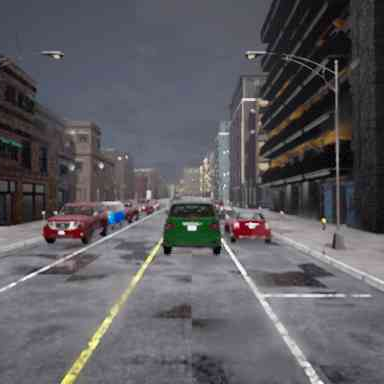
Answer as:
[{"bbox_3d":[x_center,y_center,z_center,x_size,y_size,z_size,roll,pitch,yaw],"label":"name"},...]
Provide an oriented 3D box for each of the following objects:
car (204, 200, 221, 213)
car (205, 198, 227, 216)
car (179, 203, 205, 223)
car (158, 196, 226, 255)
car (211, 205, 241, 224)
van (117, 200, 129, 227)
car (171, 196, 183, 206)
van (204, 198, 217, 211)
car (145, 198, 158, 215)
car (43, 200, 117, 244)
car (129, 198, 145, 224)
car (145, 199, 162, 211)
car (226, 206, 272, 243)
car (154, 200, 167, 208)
[{"bbox_3d":[2.724,1.848,43.982,1.967,1.590,4.097,1,-1,0],"label":"car"},{"bbox_3d":[2.725,1.674,38.576,2.192,1.841,5.009,1,-1,0],"label":"car"},{"bbox_3d":[0.016,1.766,29.312,2.128,1.511,4.902,0,0,0],"label":"car"},{"bbox_3d":[0.007,1.348,14.020,2.150,2.045,5.566,0,0,0],"label":"car"},{"bbox_3d":[2.716,1.810,27.760,2.008,1.369,4.403,1,-1,0],"label":"car"},{"bbox_3d":[-5.662,1.551,22.366,1.690,1.788,3.998,1,-1,0],"label":"van"},{"bbox_3d":[-2.972,1.832,67.707,2.150,2.045,5.566,0,-1,0],"label":"car"},{"bbox_3d":[2.729,1.799,49.390,1.690,1.788,3.998,1,-1,0],"label":"van"},{"bbox_3d":[-5.655,1.674,38.587,2.192,1.841,5.009,1,-1,0],"label":"car"},{"bbox_3d":[-5.664,1.474,16.959,2.192,1.841,5.009,1,-1,0],"label":"car"},{"bbox_3d":[-5.659,1.574,27.773,2.192,1.841,5.009,1,-1,0],"label":"car"},{"bbox_3d":[-5.653,1.898,49.400,1.967,1.590,4.097,1,-1,0],"label":"car"},{"bbox_3d":[2.714,1.599,16.948,1.967,1.590,4.097,1,-1,0],"label":"car"},{"bbox_3d":[-5.651,2.108,60.212,2.008,1.369,4.403,1,-1,0],"label":"car"}]
